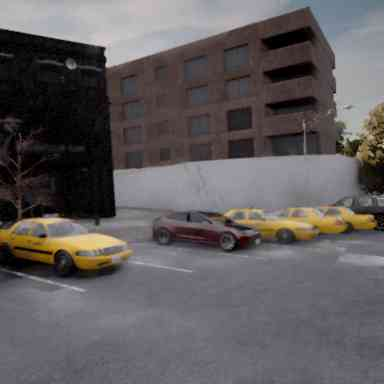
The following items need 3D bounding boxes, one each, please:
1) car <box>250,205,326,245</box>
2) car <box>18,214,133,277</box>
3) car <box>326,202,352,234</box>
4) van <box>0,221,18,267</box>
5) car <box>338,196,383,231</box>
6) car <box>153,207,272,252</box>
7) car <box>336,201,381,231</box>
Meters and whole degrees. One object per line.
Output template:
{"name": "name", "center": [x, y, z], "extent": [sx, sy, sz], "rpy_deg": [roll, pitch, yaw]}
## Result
{"name": "car", "center": [3.084, 1.463, 15.579], "extent": [5.366, 1.575, 1.946], "rpy_deg": [-1, -1, 34]}
{"name": "car", "center": [-4.211, 1.479, 10.354], "extent": [5.366, 1.575, 1.946], "rpy_deg": [-1, -1, 35]}
{"name": "car", "center": [5.208, 1.476, 17.533], "extent": [5.366, 1.575, 1.946], "rpy_deg": [-1, -1, 34]}
{"name": "van", "center": [-6.706, 1.273, 8.656], "extent": [4.442, 1.987, 1.878], "rpy_deg": [-1, -1, 35]}
{"name": "car", "center": [10.191, 1.259, 20.944], "extent": [5.566, 2.045, 2.435], "rpy_deg": [-1, -1, 34]}
{"name": "car", "center": [0.527, 1.498, 13.924], "extent": [4.792, 1.488, 2.163], "rpy_deg": [-1, -1, 34]}
{"name": "car", "center": [7.635, 1.489, 19.283], "extent": [5.366, 1.575, 1.946], "rpy_deg": [-1, -1, 34]}
